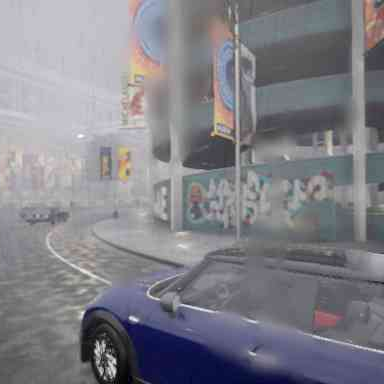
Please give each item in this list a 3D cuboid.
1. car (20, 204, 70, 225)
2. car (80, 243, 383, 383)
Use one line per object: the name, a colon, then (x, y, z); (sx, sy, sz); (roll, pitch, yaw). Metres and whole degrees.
car: (-11.545, 1.870, 26.985); (2.033, 1.411, 5.357); (0, -1, -4)
car: (0.741, 1.379, 3.744); (4.553, 1.767, 2.097); (-1, -1, 38)
